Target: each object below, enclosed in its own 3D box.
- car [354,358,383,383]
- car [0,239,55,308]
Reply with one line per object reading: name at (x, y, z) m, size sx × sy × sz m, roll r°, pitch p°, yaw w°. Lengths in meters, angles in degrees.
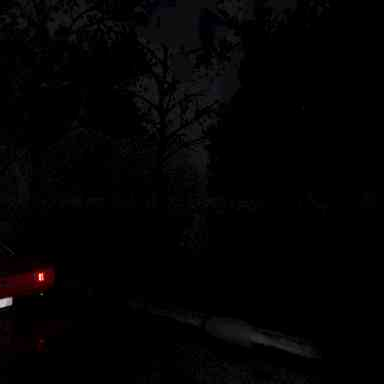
car at (3.139, 1.504, 1.139) m, size 4.892 × 1.490 × 1.837 m, roll 0°, pitch 0°, yaw 35°
car at (-5.016, 1.611, 6.981) m, size 4.718 × 1.301 × 1.895 m, roll 0°, pitch 0°, yaw 36°
